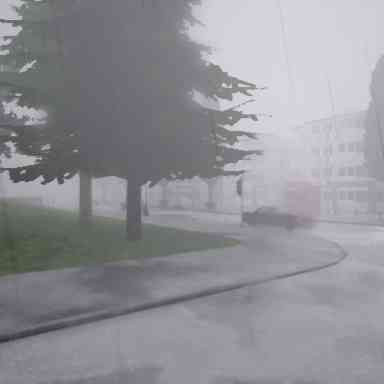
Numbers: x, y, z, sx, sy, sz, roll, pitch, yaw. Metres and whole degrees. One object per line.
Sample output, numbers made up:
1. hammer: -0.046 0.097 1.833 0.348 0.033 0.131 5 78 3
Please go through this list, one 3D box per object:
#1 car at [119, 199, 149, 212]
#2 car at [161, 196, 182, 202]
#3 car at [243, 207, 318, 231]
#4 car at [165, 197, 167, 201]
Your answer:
1. car: -6.605 1.515 37.620 1.837 1.490 4.892 0 0 -35
2. car: -5.132 1.700 83.215 4.974 1.542 2.038 0 0 -6
3. car: 5.361 1.611 20.850 1.895 1.301 4.718 0 0 -36
4. car: -5.184 1.543 83.209 4.536 1.218 1.853 0 0 -6
